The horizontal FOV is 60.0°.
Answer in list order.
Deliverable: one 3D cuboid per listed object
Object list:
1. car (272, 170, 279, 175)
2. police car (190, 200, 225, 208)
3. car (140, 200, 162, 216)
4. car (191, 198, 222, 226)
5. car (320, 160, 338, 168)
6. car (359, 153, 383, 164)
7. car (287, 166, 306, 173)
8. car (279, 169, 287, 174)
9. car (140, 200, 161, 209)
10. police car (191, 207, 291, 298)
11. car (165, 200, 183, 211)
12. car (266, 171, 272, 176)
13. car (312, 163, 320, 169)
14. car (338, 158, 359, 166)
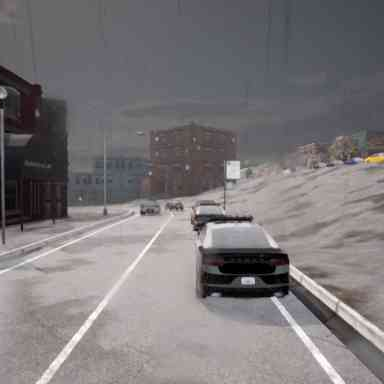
[{"bbox_3d":[20.938,-4.455,77.484,2.185,1.767,4.553,0,1,-1],"label":"car"},{"bbox_3d":[0.975,1.421,18.666,1.930,1.638,5.238,0,0,0],"label":"police car"},{"bbox_3d":[-4.062,1.675,33.297,1.994,1.385,4.181,0,-1,-4],"label":"car"},{"bbox_3d":[0.951,1.373,24.532,2.097,1.767,4.553,0,0,0],"label":"car"},{"bbox_3d":[21.660,-3.980,49.866,2.231,1.521,4.892,0,1,-2],"label":"car"},{"bbox_3d":[22.290,-3.778,38.790,2.097,1.535,5.008,0,1,-4],"label":"car"},{"bbox_3d":[21.226,-4.321,66.319,2.185,1.767,4.553,0,1,-1],"label":"car"},{"bbox_3d":[21.084,-4.221,71.812,2.002,1.452,4.674,0,1,-1],"label":"car"},{"bbox_3d":[-7.404,2.202,58.844,1.837,1.490,4.892,-1,-2,-31],"label":"car"},{"bbox_3d":[1.016,1.420,8.662,1.930,1.638,5.238,0,0,0],"label":"police car"},{"bbox_3d":[-2.482,1.853,46.248,1.812,1.442,4.674,0,-1,-16],"label":"car"},{"bbox_3d":[20.795,-4.517,83.002,2.185,1.767,4.553,0,1,-1],"label":"car"},{"bbox_3d":[21.509,-4.060,55.383,2.231,1.521,4.892,0,1,-1],"label":"car"},{"bbox_3d":[21.915,-3.841,44.325,2.002,1.452,4.674,0,1,-3],"label":"car"}]
